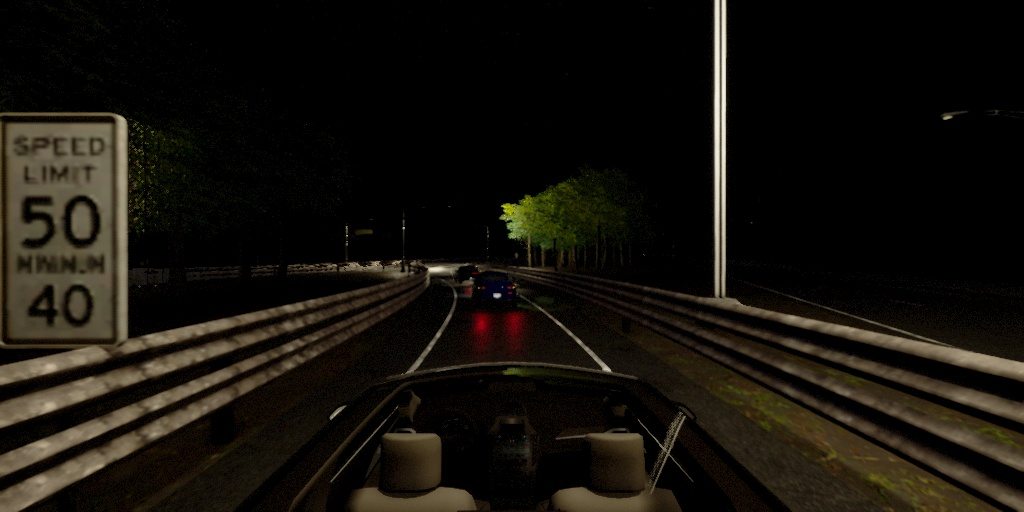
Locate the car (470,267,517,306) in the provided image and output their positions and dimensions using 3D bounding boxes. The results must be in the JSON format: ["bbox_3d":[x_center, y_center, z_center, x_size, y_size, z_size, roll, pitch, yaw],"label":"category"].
[{"bbox_3d":[-0.893,1.438,16.692,1.812,1.442,4.674,0,-1,-7],"label":"car"}]

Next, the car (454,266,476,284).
[{"bbox_3d":[-3.958,1.603,31.762,1.837,1.490,4.892,0,0,-16],"label":"car"}]
